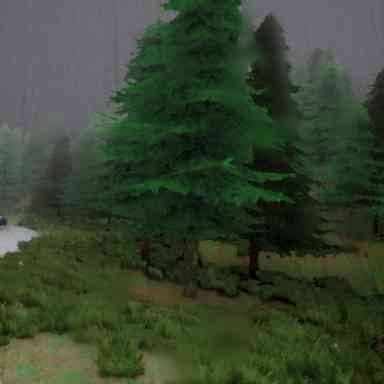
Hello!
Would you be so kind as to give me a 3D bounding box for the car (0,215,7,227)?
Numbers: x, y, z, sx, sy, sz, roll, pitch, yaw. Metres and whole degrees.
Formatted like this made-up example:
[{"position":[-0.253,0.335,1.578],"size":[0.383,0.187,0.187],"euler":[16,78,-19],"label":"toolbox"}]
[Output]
[{"position":[-24.957,3.659,42.017],"size":[1.882,1.535,5.008],"euler":[3,-4,-44],"label":"car"}]
